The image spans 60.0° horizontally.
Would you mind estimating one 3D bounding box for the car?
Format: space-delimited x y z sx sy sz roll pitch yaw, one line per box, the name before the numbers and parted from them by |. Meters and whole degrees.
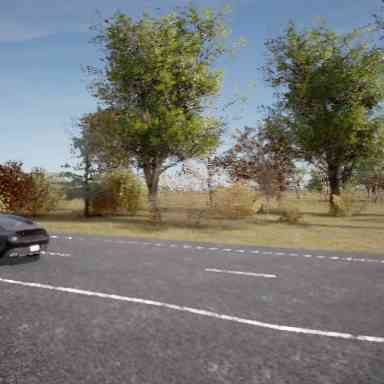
car | -7.155 1.519 11.414 4.892 1.490 1.837 0 -1 23
